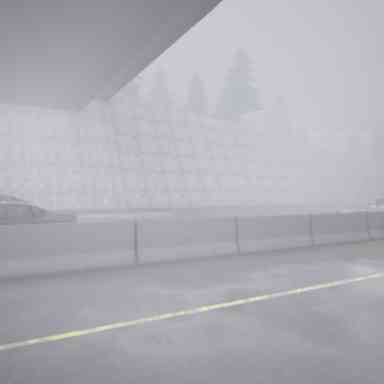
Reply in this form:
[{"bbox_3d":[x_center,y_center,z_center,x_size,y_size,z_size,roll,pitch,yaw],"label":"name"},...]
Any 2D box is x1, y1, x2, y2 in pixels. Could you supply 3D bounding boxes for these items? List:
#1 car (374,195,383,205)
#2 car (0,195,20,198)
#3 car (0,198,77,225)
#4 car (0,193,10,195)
[{"bbox_3d":[24.869,0.924,41.546,4.892,1.490,1.837,1,2,-29],"label":"car"},{"bbox_3d":[-9.650,0.970,14.551,4.181,1.385,1.994,0,2,-29],"label":"car"},{"bbox_3d":[-6.894,1.076,12.075,5.357,1.411,2.033,0,2,-29],"label":"car"},{"bbox_3d":[-11.190,0.796,17.695,4.892,1.490,1.837,0,2,-29],"label":"car"}]
